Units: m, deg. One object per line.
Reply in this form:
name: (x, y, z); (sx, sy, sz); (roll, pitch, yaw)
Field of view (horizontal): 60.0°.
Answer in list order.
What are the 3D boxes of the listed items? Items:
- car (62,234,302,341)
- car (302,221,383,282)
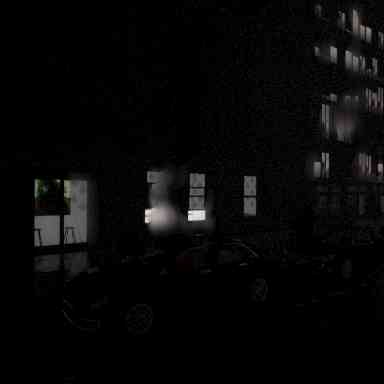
car: (-0.162, 1.551, 6.420); (4.403, 1.369, 2.008); (0, 0, -35)
car: (4.473, 1.550, 9.696); (4.403, 1.369, 2.008); (0, 0, -35)
